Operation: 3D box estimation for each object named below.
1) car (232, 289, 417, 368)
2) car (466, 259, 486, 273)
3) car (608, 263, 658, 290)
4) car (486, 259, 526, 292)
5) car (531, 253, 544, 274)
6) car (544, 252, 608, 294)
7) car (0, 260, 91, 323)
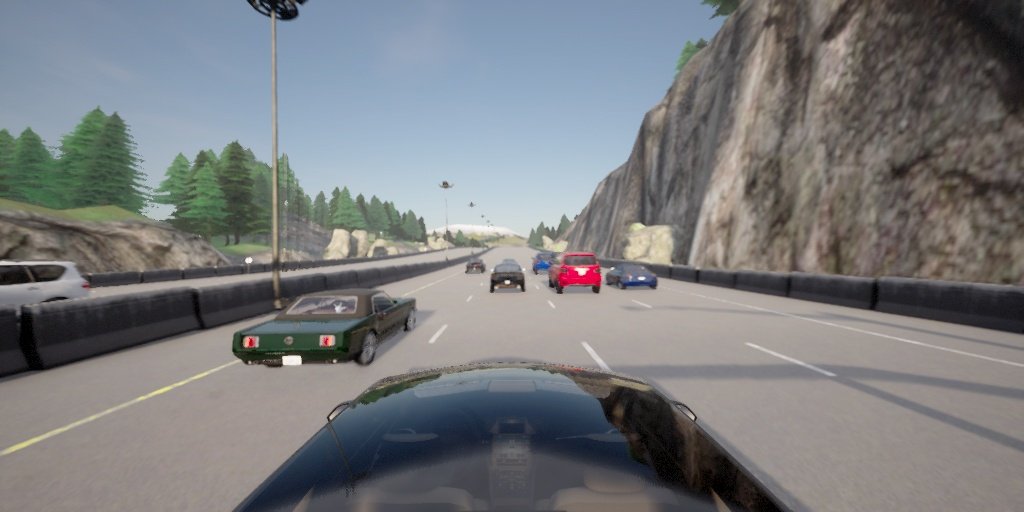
[{"bbox_3d":[-3.545,1.384,7.972,1.895,1.301,4.718,-1,0,0],"label":"car"},{"bbox_3d":[-3.801,1.005,38.260,1.837,1.490,4.892,-1,1,0],"label":"car"},{"bbox_3d":[6.758,1.112,20.702,1.994,1.385,4.181,-1,0,0],"label":"car"},{"bbox_3d":[-0.236,1.131,20.554,1.882,1.535,5.008,-1,1,0],"label":"car"},{"bbox_3d":[3.172,0.660,35.388,2.150,2.045,5.566,-1,1,0],"label":"car"},{"bbox_3d":[3.256,0.834,19.458,2.150,2.045,5.566,-1,1,0],"label":"car"},{"bbox_3d":[-14.242,1.158,8.866,2.150,2.045,5.566,-1,0,0],"label":"car"}]
